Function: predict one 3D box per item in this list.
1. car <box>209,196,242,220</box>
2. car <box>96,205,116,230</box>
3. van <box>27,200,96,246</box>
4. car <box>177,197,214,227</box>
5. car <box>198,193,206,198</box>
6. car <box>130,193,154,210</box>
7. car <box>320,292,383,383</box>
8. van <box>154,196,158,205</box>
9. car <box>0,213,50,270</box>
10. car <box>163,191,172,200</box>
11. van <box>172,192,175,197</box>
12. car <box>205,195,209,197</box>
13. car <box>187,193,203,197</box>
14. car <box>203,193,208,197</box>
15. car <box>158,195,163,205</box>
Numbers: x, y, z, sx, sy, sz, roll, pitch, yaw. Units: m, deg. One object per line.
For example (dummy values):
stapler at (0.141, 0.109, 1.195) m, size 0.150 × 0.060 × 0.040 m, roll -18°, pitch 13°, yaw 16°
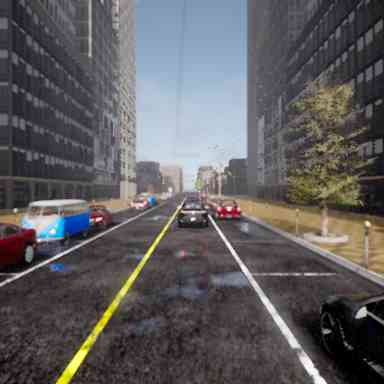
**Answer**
car at (2.657, 1.257, 25.739) m, size 1.967 × 1.590 × 4.097 m, roll 0°, pitch 0°, yaw 0°
car at (-5.716, 1.440, 20.051) m, size 1.802 × 1.307 × 4.206 m, roll 0°, pitch 0°, yaw 0°
van at (-5.707, 1.240, 14.357) m, size 1.690 × 1.788 × 3.998 m, roll 0°, pitch 0°, yaw 0°
car at (0.068, 1.340, 21.378) m, size 2.128 × 1.511 × 4.902 m, roll 0°, pitch 0°, yaw 0°
car at (2.568, 0.898, 88.349) m, size 2.008 × 1.369 × 4.403 m, roll 0°, pitch 0°, yaw 0°
car at (-5.740, 1.173, 37.125) m, size 1.967 × 1.590 × 4.097 m, roll 0°, pitch 0°, yaw 0°
car at (2.688, 1.544, 2.973) m, size 1.947 × 1.339 × 4.313 m, roll 0°, pitch 0°, yaw 0°
van at (-5.747, 1.032, 42.817) m, size 1.690 × 1.788 × 3.998 m, roll 0°, pitch 0°, yaw 0°
car at (-5.700, 1.483, 8.666) m, size 1.887 × 1.381 × 4.507 m, roll 0°, pitch 0°, yaw 0°
car at (-5.788, 1.004, 71.107) m, size 1.752 × 1.417 × 4.829 m, roll 0°, pitch 0°, yaw 0°
van at (-5.803, 0.732, 82.661) m, size 1.690 × 1.788 × 3.998 m, roll 0°, pitch 0°, yaw 0°
car at (2.640, 1.315, 37.124) m, size 1.802 × 1.307 × 4.206 m, roll 0°, pitch 0°, yaw 0°
car at (0.043, 1.220, 39.510) m, size 1.837 × 1.490 × 4.892 m, roll 0°, pitch 0°, yaw 0°
car at (2.632, 1.215, 42.985) m, size 1.752 × 1.417 × 4.829 m, roll 0°, pitch 0°, yaw 0°
car at (-5.756, 1.214, 48.511) m, size 1.947 × 1.339 × 4.313 m, roll 0°, pitch 0°, yaw 0°
